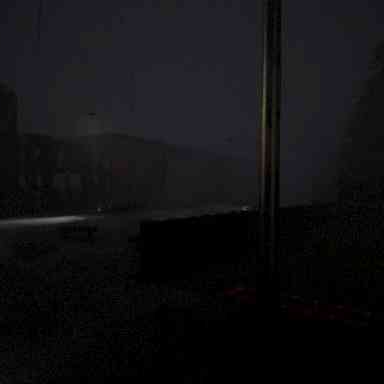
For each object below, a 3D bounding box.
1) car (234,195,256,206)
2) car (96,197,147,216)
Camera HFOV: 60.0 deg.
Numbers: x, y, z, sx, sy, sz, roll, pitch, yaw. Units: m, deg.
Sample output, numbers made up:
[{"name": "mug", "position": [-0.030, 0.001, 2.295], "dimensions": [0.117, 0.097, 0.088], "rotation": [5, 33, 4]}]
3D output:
[{"name": "car", "position": [7.673, 1.189, 47.336], "dimensions": [1.812, 1.442, 4.674], "rotation": [1, 1, 36]}, {"name": "car", "position": [-5.953, 1.153, 28.404], "dimensions": [2.128, 1.511, 4.902], "rotation": [1, 1, 36]}]
